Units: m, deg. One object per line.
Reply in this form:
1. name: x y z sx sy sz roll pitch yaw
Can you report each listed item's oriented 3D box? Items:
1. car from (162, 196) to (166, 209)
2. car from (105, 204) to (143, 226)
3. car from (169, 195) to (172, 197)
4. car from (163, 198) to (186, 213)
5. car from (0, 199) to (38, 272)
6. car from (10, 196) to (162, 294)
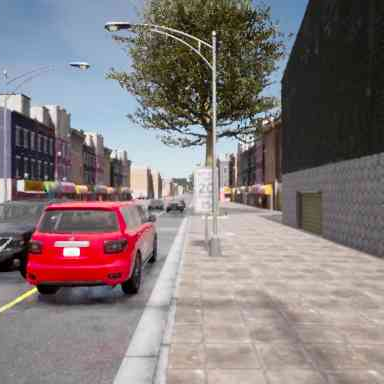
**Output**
1. car: -4.729 1.717 44.188 1.837 1.490 4.892 0 0 0
2. car: -4.980 1.658 25.001 1.994 1.385 4.181 0 0 1
3. car: -1.934 1.657 49.601 2.128 1.511 4.902 0 0 1
4. car: -1.970 1.655 39.312 1.812 1.442 4.674 0 0 1
5. car: -5.105 1.265 10.532 2.150 2.045 5.566 0 0 0
6. car: -2.265 1.242 8.999 2.150 2.045 5.566 0 0 0
